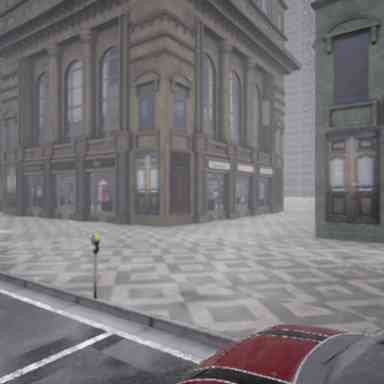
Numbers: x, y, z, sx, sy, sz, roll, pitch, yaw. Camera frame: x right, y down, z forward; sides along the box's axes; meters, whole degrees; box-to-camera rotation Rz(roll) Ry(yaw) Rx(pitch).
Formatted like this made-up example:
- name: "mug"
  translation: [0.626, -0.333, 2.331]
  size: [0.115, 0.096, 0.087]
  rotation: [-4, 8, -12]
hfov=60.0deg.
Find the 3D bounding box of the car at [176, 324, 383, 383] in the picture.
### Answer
- name: "car"
  translation: [1.639, 1.440, 1.790]
  size: [4.097, 1.590, 1.967]
  rotation: [0, 0, 35]
